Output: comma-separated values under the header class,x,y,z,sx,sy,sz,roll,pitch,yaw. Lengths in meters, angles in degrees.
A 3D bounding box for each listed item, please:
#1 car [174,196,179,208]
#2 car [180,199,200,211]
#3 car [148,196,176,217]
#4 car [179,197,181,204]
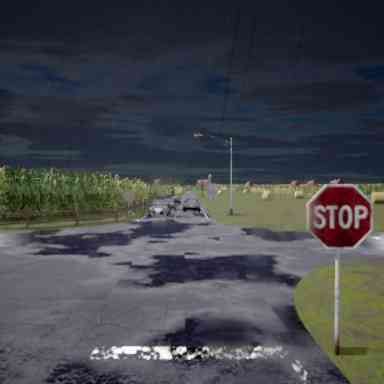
class,x,y,z,sx,sy,sz,roll,pitch,yaw
car,-2.985,1.494,41.843,1.994,1.385,4.181,0,0,0
car,-0.026,1.501,39.201,1.994,1.385,4.181,0,0,0
car,-2.944,1.446,31.227,2.128,1.511,4.902,0,0,0
car,-3.015,1.421,60.651,2.033,1.411,5.357,0,0,0
